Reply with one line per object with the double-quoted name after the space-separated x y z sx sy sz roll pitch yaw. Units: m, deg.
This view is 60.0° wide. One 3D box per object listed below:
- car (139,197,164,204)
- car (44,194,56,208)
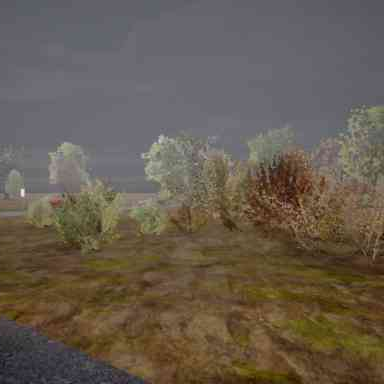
-6.592 1.520 53.575 2.128 1.511 4.902 0 0 39 "car"
-16.725 1.239 40.586 2.150 2.045 5.566 0 0 37 "car"
